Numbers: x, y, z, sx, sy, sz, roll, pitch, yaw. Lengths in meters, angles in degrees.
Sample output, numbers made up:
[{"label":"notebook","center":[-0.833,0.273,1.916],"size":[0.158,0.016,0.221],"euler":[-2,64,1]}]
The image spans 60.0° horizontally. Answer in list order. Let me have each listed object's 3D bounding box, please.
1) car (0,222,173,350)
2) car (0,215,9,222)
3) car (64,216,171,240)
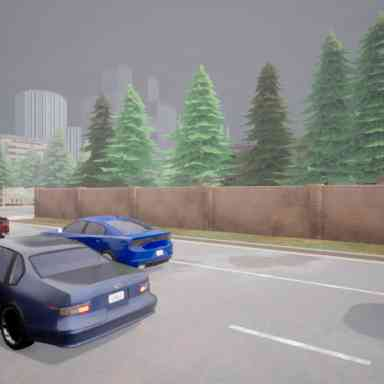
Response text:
[{"label":"car","center":[-3.126,1.547,6.214],"size":[5.357,1.411,2.033],"euler":[0,0,35]},{"label":"car","center":[-10.708,1.475,15.926],"size":[5.008,1.535,1.882],"euler":[0,0,35]},{"label":"car","center":[-2.880,1.477,10.345],"size":[5.008,1.535,1.882],"euler":[0,0,35]}]
